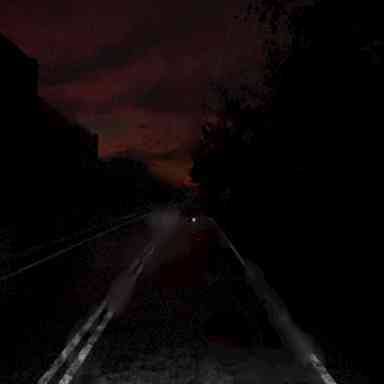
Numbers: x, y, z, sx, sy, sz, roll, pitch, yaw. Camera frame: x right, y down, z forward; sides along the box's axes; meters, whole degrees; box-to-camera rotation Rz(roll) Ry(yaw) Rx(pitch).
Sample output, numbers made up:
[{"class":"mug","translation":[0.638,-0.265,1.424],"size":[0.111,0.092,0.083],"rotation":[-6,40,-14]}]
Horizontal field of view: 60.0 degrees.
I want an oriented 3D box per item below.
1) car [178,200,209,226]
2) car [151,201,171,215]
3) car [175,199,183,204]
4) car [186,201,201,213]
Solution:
[{"class":"car","translation":[0.130,1.544,23.757],"size":[1.837,1.490,4.892],"rotation":[0,0,0]},{"class":"car","translation":[-3.278,1.708,36.371],"size":[2.033,1.411,5.357],"rotation":[0,-1,0]},{"class":"car","translation":[-2.976,2.170,77.824],"size":[1.895,1.301,4.718],"rotation":[0,-1,0]},{"class":"car","translation":[0.191,1.839,42.015],"size":[1.895,1.301,4.718],"rotation":[0,-1,0]}]
